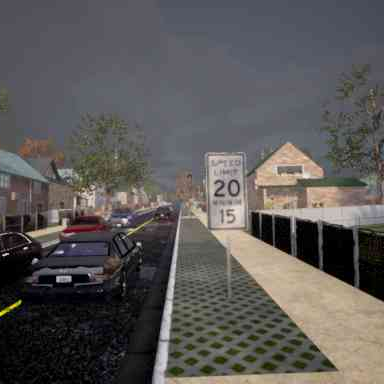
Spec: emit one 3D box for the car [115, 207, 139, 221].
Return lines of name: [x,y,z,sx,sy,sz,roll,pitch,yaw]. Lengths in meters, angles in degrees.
car: [-5.916,2.131,28.806,2.097,1.767,4.553,-1,-1,-2]

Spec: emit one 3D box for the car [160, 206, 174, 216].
car: [-3.684,2.844,49.354,1.895,1.301,4.718,-1,-1,-2]

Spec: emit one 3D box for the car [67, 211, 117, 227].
car: [-5.595,2.023,18.004,1.812,1.442,4.674,-1,-1,-2]

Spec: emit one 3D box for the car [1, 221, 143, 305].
car: [-2.467,1.737,8.713,2.033,1.411,5.357,-1,-1,-2]

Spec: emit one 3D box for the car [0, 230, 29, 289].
car: [-5.334,1.741,8.029,1.837,1.490,4.892,-1,-1,-1]

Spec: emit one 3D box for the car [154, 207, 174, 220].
car: [-3.332,2.454,38.915,1.882,1.535,5.008,-1,-1,-1]
